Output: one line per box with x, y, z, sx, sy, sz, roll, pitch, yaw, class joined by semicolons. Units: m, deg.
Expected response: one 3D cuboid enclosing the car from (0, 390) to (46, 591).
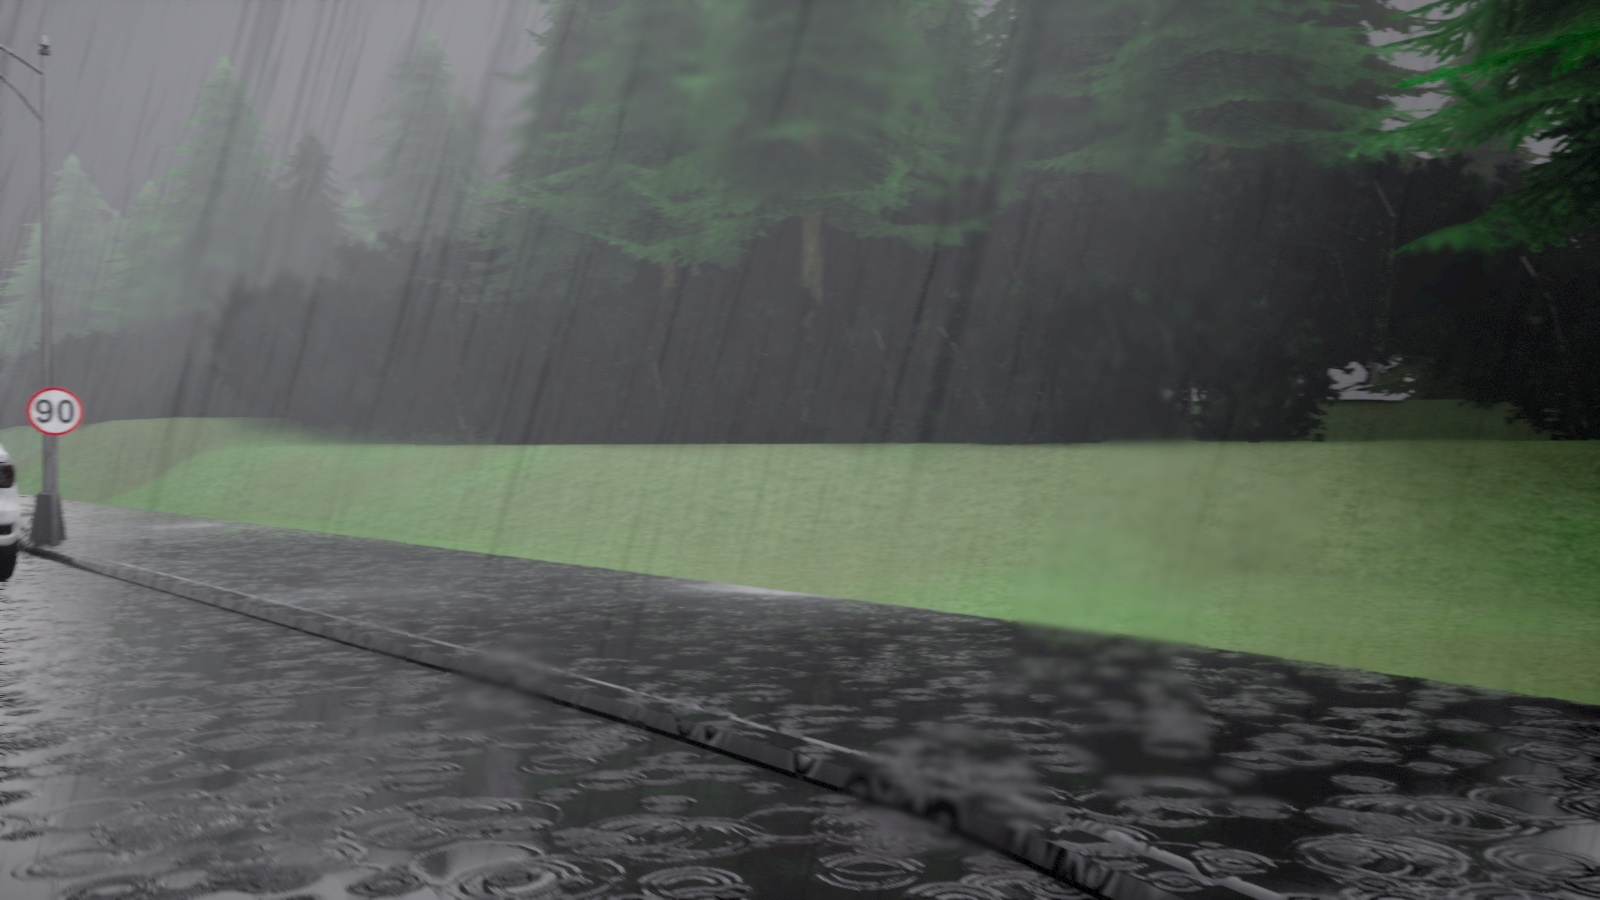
-10.497;0.408;14.377;2.150;2.045;5.566;0;0;-42;car
